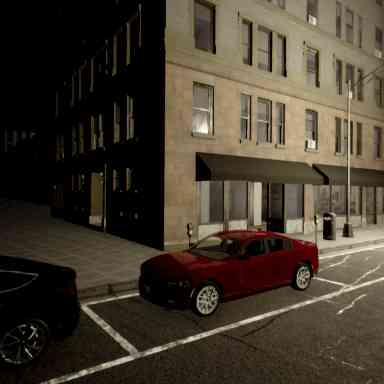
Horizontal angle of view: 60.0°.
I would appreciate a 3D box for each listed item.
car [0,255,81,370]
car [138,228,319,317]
[{"bbox_3d":[-3.635,1.566,4.166,4.313,1.339,1.947,0,1,-35],"label":"car"},{"bbox_3d":[0.987,1.545,7.455,4.507,1.381,1.887,0,1,-35],"label":"car"}]
